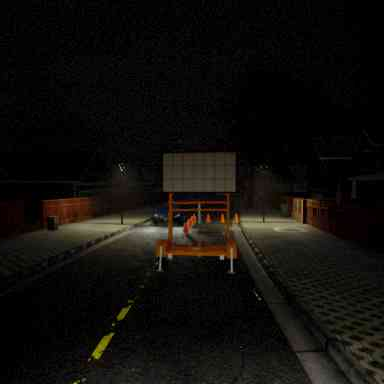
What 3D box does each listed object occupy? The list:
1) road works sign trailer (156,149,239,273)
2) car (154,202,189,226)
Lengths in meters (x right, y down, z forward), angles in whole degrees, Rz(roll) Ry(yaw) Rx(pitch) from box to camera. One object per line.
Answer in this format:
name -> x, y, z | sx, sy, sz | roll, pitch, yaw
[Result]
road works sign trailer -> 0.242, 0.438, 10.632 | 2.380, 3.560, 2.880 | 0, 0, 6
car -> -1.313, 1.410, 22.672 | 1.812, 1.442, 4.674 | 0, 1, 7
